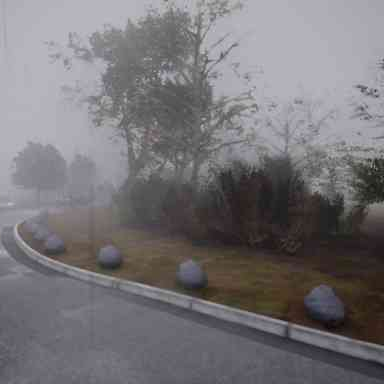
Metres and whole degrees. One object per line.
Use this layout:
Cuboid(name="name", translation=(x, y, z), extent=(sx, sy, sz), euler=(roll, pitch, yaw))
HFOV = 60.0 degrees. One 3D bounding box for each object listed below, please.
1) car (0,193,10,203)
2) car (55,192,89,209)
Cuboid(name="car", translation=(-31.643, 0.969, 55.786), extent=(1.837, 1.490, 4.892), euler=(1, 0, -33))
Cuboid(name="car", translation=(-15.445, 1.023, 43.131), extent=(2.150, 2.045, 5.566), euler=(1, 1, 10))
